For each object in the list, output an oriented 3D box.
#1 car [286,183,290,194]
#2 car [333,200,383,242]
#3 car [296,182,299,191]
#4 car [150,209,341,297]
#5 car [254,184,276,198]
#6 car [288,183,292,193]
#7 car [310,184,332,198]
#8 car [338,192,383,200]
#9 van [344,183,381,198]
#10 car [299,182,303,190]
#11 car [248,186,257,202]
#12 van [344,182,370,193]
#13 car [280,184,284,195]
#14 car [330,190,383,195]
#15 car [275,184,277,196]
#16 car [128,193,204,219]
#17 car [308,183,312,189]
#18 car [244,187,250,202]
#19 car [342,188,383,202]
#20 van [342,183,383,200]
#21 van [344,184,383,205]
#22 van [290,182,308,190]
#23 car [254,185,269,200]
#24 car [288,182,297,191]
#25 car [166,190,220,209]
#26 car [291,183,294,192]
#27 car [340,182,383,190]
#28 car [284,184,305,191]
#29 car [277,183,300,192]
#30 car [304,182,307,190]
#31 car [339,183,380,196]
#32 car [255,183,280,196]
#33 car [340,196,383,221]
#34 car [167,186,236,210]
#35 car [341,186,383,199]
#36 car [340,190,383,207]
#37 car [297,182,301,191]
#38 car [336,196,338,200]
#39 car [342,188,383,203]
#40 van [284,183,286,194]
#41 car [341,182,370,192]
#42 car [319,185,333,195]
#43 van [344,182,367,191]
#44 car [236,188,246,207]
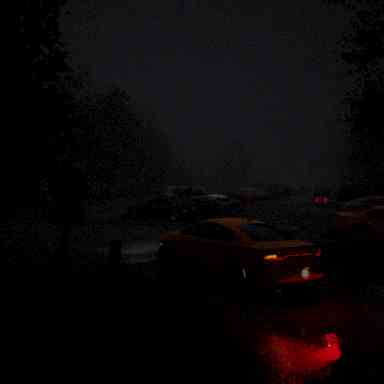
[{"bbox_3d":[13.029,-0.276,54.856,4.792,1.488,2.163,1,2,25],"label":"car"},{"bbox_3d":[8.810,1.336,14.223,5.008,1.535,2.097,1,3,25],"label":"car"},{"bbox_3d":[17.687,-0.651,64.930,4.892,1.521,2.231,1,2,25],"label":"car"},{"bbox_3d":[0.892,1.389,8.476,1.882,1.535,5.008,2,-1,-31],"label":"car"},{"bbox_3d":[7.446,0.149,42.162,5.366,1.575,1.946,1,3,25],"label":"car"},{"bbox_3d":[14.186,-0.363,57.378,4.792,1.488,2.163,1,2,25],"label":"car"},{"bbox_3d":[18.517,-0.022,47.226,2.128,1.511,4.902,1,2,25],"label":"car"},{"bbox_3d":[9.998,1.100,16.719,4.553,1.767,2.185,1,3,25],"label":"car"},{"bbox_3d":[23.866,-0.237,46.753,4.442,1.987,1.878,1,2,25],"label":"van"},{"bbox_3d":[19.826,-0.831,70.054,5.366,1.575,1.946,1,2,25],"label":"car"},{"bbox_3d":[3.640,0.468,34.754,5.366,1.575,1.946,1,3,25],"label":"car"},{"bbox_3d":[31.996,-0.847,64.486,4.442,1.987,1.878,1,2,25],"label":"van"},{"bbox_3d":[10.770,-0.102,49.786,4.792,1.488,2.163,1,2,25],"label":"car"},{"bbox_3d":[13.211,0.893,24.249,5.366,1.575,1.946,1,3,25],"label":"car"},{"bbox_3d":[8.424,0.051,44.756,4.892,1.521,2.231,1,3,25],"label":"car"},{"bbox_3d":[-2.000,1.057,22.083,4.792,1.488,2.163,1,3,25],"label":"car"},{"bbox_3d":[26.959,-1.596,85.091,5.566,2.045,2.435,1,2,25],"label":"car"},{"bbox_3d":[2.658,0.585,32.153,4.892,1.521,2.231,1,3,25],"label":"car"},{"bbox_3d":[20.326,0.285,39.251,4.792,1.488,2.163,1,2,25],"label":"car"},{"bbox_3d":[21.348,-0.064,41.799,4.442,1.987,1.878,1,2,24],"label":"van"},{"bbox_3d":[18.152,0.230,34.289,4.442,1.987,1.878,1,3,25],"label":"van"},{"bbox_3d":[29.133,-1.672,90.184,4.442,1.987,1.878,1,1,25],"label":"van"},{"bbox_3d":[6.003,0.244,39.906,5.366,1.575,1.946,1,3,25],"label":"car"},{"bbox_3d":[16.357,-0.571,62.487,5.366,1.575,1.946,1,2,25],"label":"car"},{"bbox_3d":[-0.812,0.917,24.589,5.008,1.535,2.097,1,3,25],"label":"car"},{"bbox_3d":[15.342,-0.449,59.901,4.792,1.488,2.163,1,2,25],"label":"car"},{"bbox_3d":[15.712,0.427,29.181,5.566,2.045,2.435,1,3,25],"label":"car"},{"bbox_3d":[24.623,-1.132,80.067,4.674,1.452,2.002,1,2,25],"label":"car"},{"bbox_3d":[21.123,-1.038,72.508,4.553,1.767,2.185,1,2,25],"label":"car"},{"bbox_3d":[23.459,-1.086,77.547,5.008,1.535,2.097,1,2,25],"label":"car"},{"bbox_3d":[26.043,-0.438,51.846,5.566,2.045,2.435,1,2,25],"label":"car"},{"bbox_3d":[9.616,-0.167,47.261,4.553,1.767,2.185,1,2,25],"label":"car"},{"bbox_3d":[12.223,1.049,21.659,4.674,1.452,2.002,1,3,25],"label":"car"},{"bbox_3d":[0.365,0.555,27.090,5.566,2.045,2.435,1,3,25],"label":"car"},{"bbox_3d":[22.611,0.073,44.291,5.008,1.535,2.097,1,2,25],"label":"car"},{"bbox_3d":[16.815,0.596,31.732,4.792,1.488,2.163,1,3,25],"label":"car"},{"bbox_3d":[18.832,-0.738,67.457,4.892,1.521,2.231,1,2,25],"label":"car"},{"bbox_3d":[11.045,1.149,19.154,4.792,1.488,2.163,1,3,25],"label":"car"},{"bbox_3d":[19.226,0.379,36.853,4.792,1.488,2.163,1,3,25],"label":"car"},{"bbox_3d":[12.006,-0.442,52.264,4.442,1.987,1.878,1,2,25],"label":"van"},{"bbox_3d":[35.326,-1.134,72.096,5.566,2.045,2.435,1,2,25],"label":"car"},{"bbox_3d":[22.807,-0.357,56.581,1.882,1.535,5.008,1,2,25],"label":"car"},{"bbox_3d":[36.612,-1.193,74.554,4.442,1.987,1.878,1,2,25],"label":"van"},{"bbox_3d":[1.665,0.695,29.557,5.366,1.575,1.946,1,3,25],"label":"car"}]
